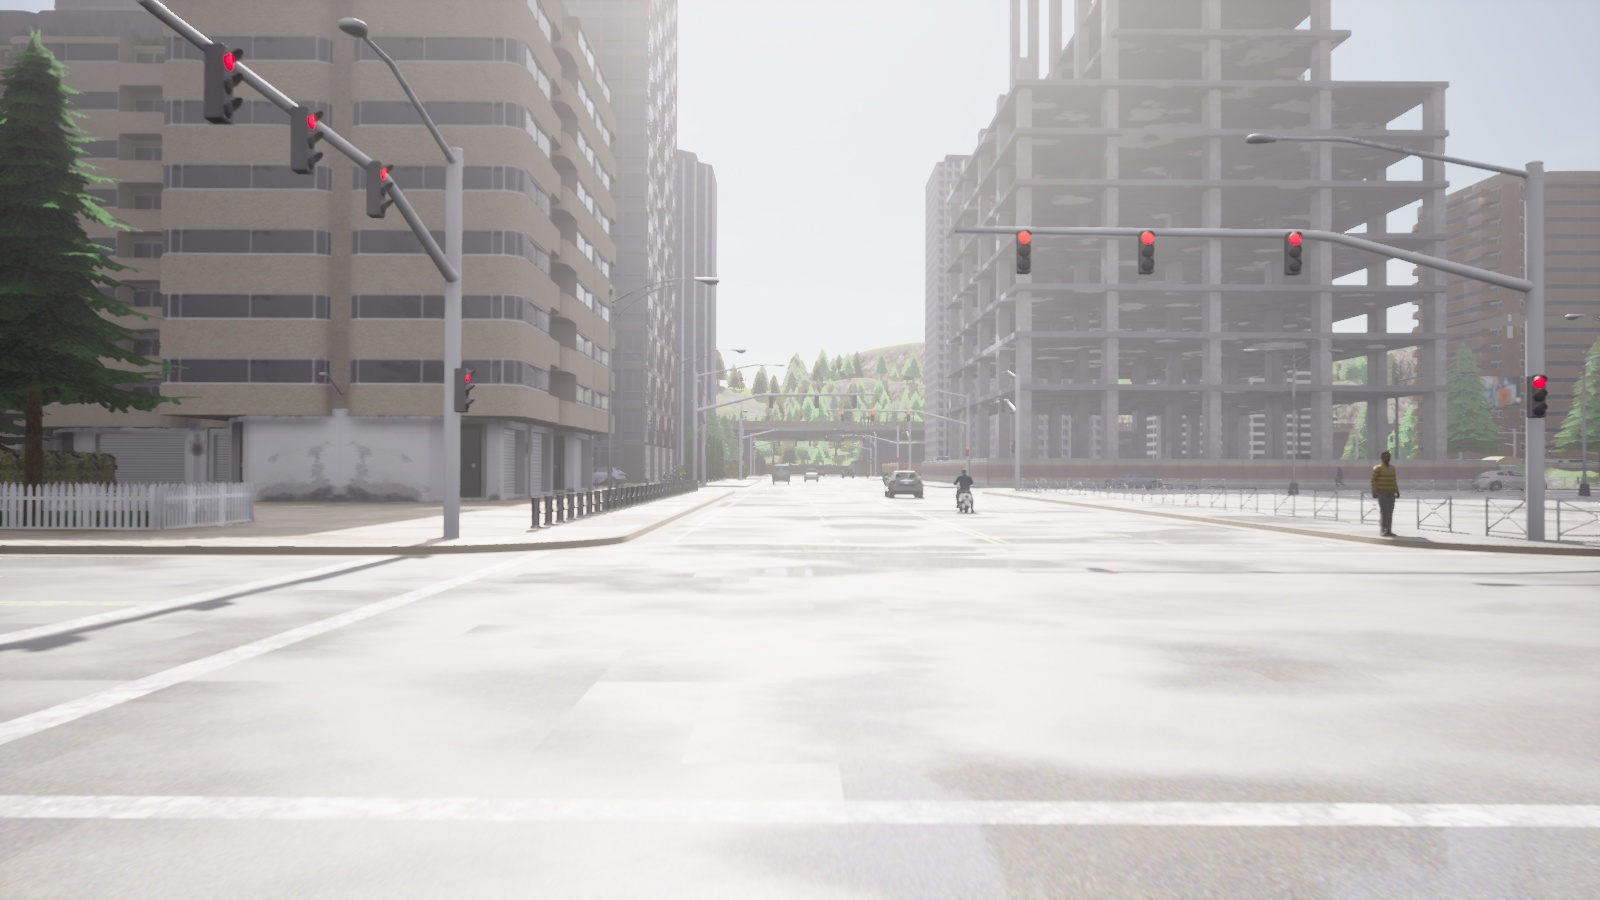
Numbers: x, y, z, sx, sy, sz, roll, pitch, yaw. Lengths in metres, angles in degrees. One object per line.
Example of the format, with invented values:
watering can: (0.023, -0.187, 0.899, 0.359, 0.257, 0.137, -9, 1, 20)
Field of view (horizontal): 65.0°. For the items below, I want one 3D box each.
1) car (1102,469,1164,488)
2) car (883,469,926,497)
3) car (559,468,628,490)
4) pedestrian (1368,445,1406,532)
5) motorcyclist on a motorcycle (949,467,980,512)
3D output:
car: (25.310, 2.148, 95.430, 4.181, 1.385, 1.994, 0, -1, 0)
car: (5.679, 1.783, 68.736, 1.970, 1.475, 3.806, 0, -1, 0)
car: (-15.542, 2.164, 94.589, 4.856, 1.649, 2.033, 0, -1, -1)
pedestrian: (12.626, 0.824, 27.034, 0.431, 1.840, 0.709, 0, -1, -3)
motorcyclist on a motorcycle: (5.895, 1.417, 45.150, 0.866, 1.590, 1.817, 0, -1, -1)
